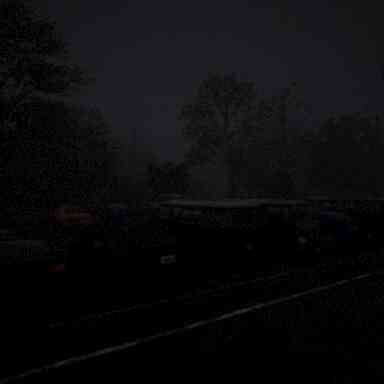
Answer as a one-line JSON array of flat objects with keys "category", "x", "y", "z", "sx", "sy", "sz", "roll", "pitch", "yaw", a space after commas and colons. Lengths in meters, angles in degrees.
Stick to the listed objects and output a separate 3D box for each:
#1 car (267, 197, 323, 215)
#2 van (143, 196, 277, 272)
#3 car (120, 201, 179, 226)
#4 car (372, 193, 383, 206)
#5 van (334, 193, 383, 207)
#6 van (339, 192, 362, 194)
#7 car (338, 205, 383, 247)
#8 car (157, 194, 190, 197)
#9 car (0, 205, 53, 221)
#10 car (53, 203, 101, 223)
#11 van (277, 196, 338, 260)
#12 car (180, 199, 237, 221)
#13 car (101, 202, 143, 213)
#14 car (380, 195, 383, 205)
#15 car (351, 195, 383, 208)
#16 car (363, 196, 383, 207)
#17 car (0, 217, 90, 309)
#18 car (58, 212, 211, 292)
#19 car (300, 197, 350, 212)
[{"category": "car", "x": 10.393, "y": 1.345, "z": 33.863, "sx": 1.946, "sy": 1.575, "sz": 5.366, "roll": 0, "pitch": 0, "yaw": -36}, {"category": "van", "x": 0.336, "y": 1.265, "z": 10.960, "sx": 1.878, "sy": 1.987, "sz": 4.442, "roll": 0, "pitch": 0, "yaw": -36}, {"category": "car", "x": -3.255, "y": 1.465, "z": 24.322, "sx": 2.231, "sy": 1.521, "sz": 4.892, "roll": 0, "pitch": 0, "yaw": -36}, {"category": "car", "x": 28.327, "y": 1.071, "z": 46.957, "sx": 2.185, "sy": 1.767, "sz": 4.553, "roll": 0, "pitch": 0, "yaw": -36}, {"category": "van", "x": 7.178, "y": 1.213, "z": 15.854, "sx": 1.878, "sy": 1.987, "sz": 4.442, "roll": 0, "pitch": 0, "yaw": -36}, {"category": "van", "x": 19.246, "y": 1.046, "z": 40.566, "sx": 1.878, "sy": 1.987, "sz": 4.442, "roll": 0, "pitch": 0, "yaw": -36}, {"category": "car", "x": 4.970, "y": 1.458, "z": 14.125, "sx": 2.097, "sy": 1.535, "sz": 5.008, "roll": 0, "pitch": 0, "yaw": -36}, {"category": "car", "x": -0.987, "y": 1.193, "z": 25.916, "sx": 2.435, "sy": 2.045, "sz": 5.566, "roll": 0, "pitch": 0, "yaw": -36}, {"category": "car", "x": -10.015, "y": 1.539, "z": 19.459, "sx": 2.163, "sy": 1.488, "sz": 4.792, "roll": 0, "pitch": 0, "yaw": -36}, {"category": "car", "x": -7.885, "y": 1.492, "z": 21.245, "sx": 1.946, "sy": 1.575, "sz": 5.366, "roll": 0, "pitch": 0, "yaw": -36}, {"category": "van", "x": 2.750, "y": 1.250, "z": 12.400, "sx": 1.878, "sy": 1.987, "sz": 4.442, "roll": -1, "pitch": 0, "yaw": -36}, {"category": "car", "x": 1.252, "y": 1.425, "z": 27.560, "sx": 2.097, "sy": 1.535, "sz": 5.008, "roll": 0, "pitch": 0, "yaw": -36}, {"category": "car", "x": -5.515, "y": 1.480, "z": 22.706, "sx": 2.097, "sy": 1.535, "sz": 5.008, "roll": 0, "pitch": 0, "yaw": -36}, {"category": "car", "x": 30.600, "y": 1.178, "z": 48.551, "sx": 2.097, "sy": 1.535, "sz": 5.008, "roll": 0, "pitch": 0, "yaw": -36}, {"category": "car", "x": 23.834, "y": 1.233, "z": 43.698, "sx": 2.097, "sy": 1.535, "sz": 5.008, "roll": 0, "pitch": 0, "yaw": -36}, {"category": "car", "x": 26.090, "y": 1.255, "z": 45.315, "sx": 2.002, "sy": 1.452, "sz": 4.674, "roll": 0, "pitch": 0, "yaw": -36}, {"category": "car", "x": -4.157, "y": 1.553, "z": 7.600, "sx": 2.002, "sy": 1.452, "sz": 4.674, "roll": 0, "pitch": 0, "yaw": -36}, {"category": "car", "x": -1.892, "y": 1.535, "z": 9.259, "sx": 2.163, "sy": 1.488, "sz": 4.792, "roll": 0, "pitch": 0, "yaw": -36}, {"category": "car", "x": 14.818, "y": 1.339, "z": 37.220, "sx": 2.163, "sy": 1.488, "sz": 4.792, "roll": 0, "pitch": 0, "yaw": -36}]
